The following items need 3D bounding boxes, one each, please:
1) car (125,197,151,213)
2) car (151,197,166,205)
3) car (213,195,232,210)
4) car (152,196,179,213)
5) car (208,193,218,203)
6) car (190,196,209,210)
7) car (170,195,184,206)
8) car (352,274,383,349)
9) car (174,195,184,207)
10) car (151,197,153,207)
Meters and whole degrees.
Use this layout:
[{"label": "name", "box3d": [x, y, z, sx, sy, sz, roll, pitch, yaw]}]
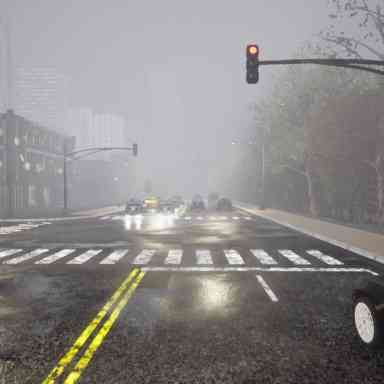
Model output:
[{"label": "car", "box3d": [-6.046, 1.481, 36.376, 2.128, 1.511, 4.902, 0, 0, -1]}, {"label": "car", "box3d": [-5.683, 1.544, 57.363, 1.994, 1.385, 4.181, 0, 0, 2]}, {"label": "car", "box3d": [3.992, 1.491, 41.948, 1.837, 1.490, 4.892, 0, 0, 1]}, {"label": "car", "box3d": [-2.830, 1.480, 36.704, 2.128, 1.511, 4.902, 0, 0, -2]}, {"label": "car", "box3d": [4.377, 1.196, 67.129, 2.150, 2.045, 5.566, 0, 0, 1]}, {"label": "car", "box3d": [0.745, 1.534, 42.226, 2.033, 1.411, 5.357, 0, 0, 1]}, {"label": "car", "box3d": [-2.467, 1.332, 56.598, 2.097, 1.767, 4.553, 0, 0, 1]}, {"label": "car", "box3d": [3.397, 1.477, 3.220, 1.882, 1.535, 5.008, 0, 0, 1]}, {"label": "car", "box3d": [-2.623, 1.477, 46.621, 2.128, 1.511, 4.902, 0, 0, 1]}, {"label": "car", "box3d": [-5.875, 1.462, 46.370, 1.882, 1.535, 5.008, 0, 0, 1]}]
